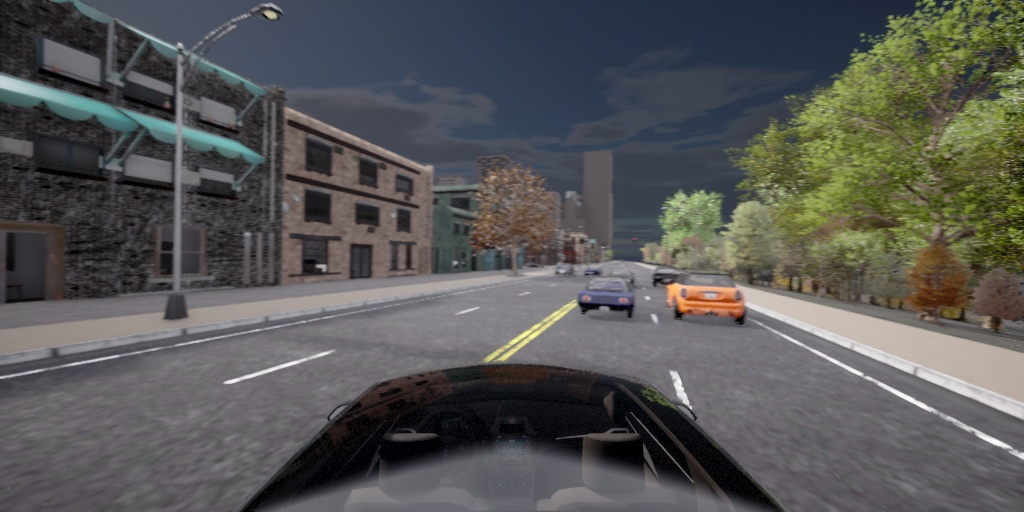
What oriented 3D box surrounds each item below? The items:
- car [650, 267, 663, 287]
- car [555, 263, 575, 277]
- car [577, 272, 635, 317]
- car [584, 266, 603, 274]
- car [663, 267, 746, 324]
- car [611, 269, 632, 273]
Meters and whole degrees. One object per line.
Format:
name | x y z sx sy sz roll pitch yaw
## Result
car | 12.316 1.662 28.948 1.882 1.535 5.008 1 0 19
car | 6.352 1.620 42.529 2.128 1.511 4.902 1 0 18
car | 3.838 1.509 14.104 1.895 1.301 4.718 1 0 19
car | 9.434 1.794 41.520 1.895 1.301 4.718 1 0 18
car | 7.089 1.329 13.541 2.097 1.767 4.553 1 0 19
car | 8.655 1.699 28.307 1.895 1.301 4.718 1 0 19
